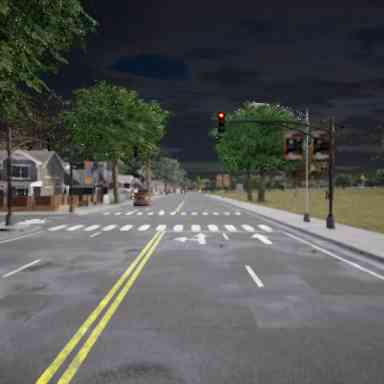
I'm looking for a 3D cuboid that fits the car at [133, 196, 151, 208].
[{"bbox_3d":[-6.513,1.252,43.688,1.882,1.535,5.008,0,2,0],"label":"car"}]
